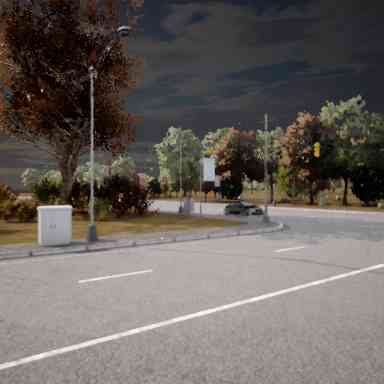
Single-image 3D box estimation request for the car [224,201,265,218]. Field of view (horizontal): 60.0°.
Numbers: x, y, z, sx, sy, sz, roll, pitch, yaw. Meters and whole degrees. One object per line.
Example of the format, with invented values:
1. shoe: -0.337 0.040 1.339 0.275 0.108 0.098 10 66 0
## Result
1. car: 4.777 1.560 30.726 1.994 1.385 4.181 0 0 -32
